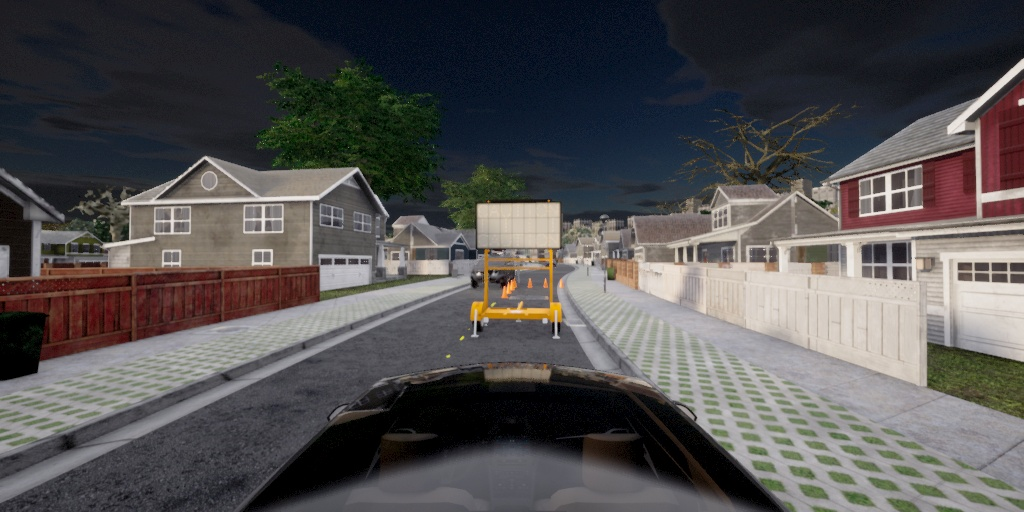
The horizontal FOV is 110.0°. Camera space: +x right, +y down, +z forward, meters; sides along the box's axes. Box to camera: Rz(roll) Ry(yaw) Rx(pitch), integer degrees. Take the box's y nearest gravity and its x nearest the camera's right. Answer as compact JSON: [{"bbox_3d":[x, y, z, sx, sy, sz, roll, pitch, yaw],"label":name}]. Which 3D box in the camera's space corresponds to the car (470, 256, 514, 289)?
[{"bbox_3d":[-1.161,0.996,23.927,2.150,2.045,5.566,0,0,8],"label":"car"}]

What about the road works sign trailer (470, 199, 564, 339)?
[{"bbox_3d":[0.196,0.217,10.165,2.380,3.560,2.880,0,0,5],"label":"road works sign trailer"}]
